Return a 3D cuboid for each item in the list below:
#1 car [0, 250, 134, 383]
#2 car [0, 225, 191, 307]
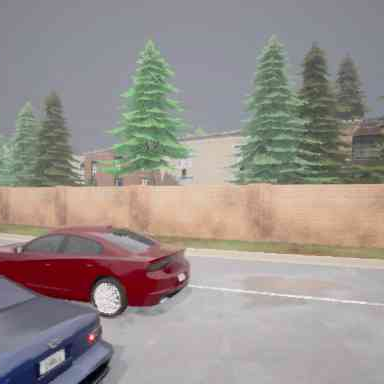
[{"bbox_3d":[-3.560,1.547,3.873,5.357,1.411,2.033,0,0,22],"label":"car"},{"bbox_3d":[-2.498,1.477,7.281,5.008,1.535,1.882,0,0,21],"label":"car"}]
